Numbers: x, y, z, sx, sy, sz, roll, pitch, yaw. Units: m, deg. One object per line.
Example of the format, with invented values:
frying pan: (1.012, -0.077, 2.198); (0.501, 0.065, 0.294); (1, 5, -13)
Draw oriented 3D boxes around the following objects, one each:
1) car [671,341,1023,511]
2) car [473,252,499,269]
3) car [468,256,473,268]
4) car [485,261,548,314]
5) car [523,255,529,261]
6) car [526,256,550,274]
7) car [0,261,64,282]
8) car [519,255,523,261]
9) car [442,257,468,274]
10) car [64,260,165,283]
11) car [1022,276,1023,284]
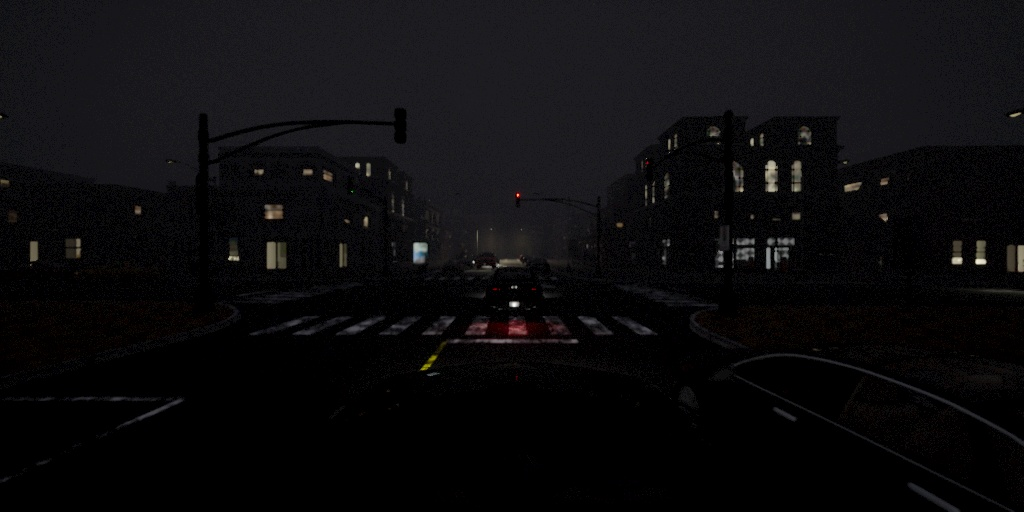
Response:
car: (2.691, 1.292, 2.491); (2.007, 1.370, 4.403); (0, 0, 0)
car: (-3.098, 0.509, 43.619); (2.150, 2.045, 5.566); (0, 1, 0)
car: (-5.696, 0.814, 45.934); (2.007, 1.370, 4.403); (0, 0, 0)
car: (0.079, 1.131, 13.048); (1.837, 1.490, 4.892); (0, 1, 0)
car: (2.685, 0.845, 45.921); (1.802, 1.307, 4.207); (0, 0, 0)
car: (2.687, 0.950, 34.880); (1.948, 1.339, 4.313); (0, 0, 0)
car: (-30.823, 0.988, 23.353); (4.207, 1.307, 1.802); (0, 0, 1)
car: (2.683, 0.634, 62.487); (2.007, 1.370, 4.403); (0, 0, 0)
car: (-5.694, 0.966, 34.892); (1.802, 1.307, 4.207); (0, 0, 0)
car: (-25.457, 0.956, 23.271); (4.829, 1.417, 1.751); (0, 0, 1)
car: (31.822, 1.196, 19.799); (5.008, 1.535, 1.882); (0, 0, 1)
